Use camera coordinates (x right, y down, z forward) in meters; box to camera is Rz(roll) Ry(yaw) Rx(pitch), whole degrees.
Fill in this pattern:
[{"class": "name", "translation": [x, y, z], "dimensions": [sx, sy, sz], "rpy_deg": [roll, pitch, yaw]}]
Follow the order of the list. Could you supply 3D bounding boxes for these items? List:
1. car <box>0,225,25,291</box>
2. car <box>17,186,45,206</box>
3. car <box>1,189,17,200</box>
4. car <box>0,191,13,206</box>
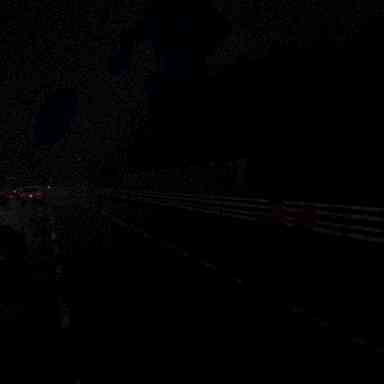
[{"class": "car", "translation": [-5.143, 1.456, 8.015], "dimensions": [1.895, 1.301, 4.718], "rpy_deg": [-3, 2, -24]}, {"class": "car", "translation": [-18.394, 0.419, 38.226], "dimensions": [2.150, 2.045, 5.566], "rpy_deg": [-3, 2, -24]}, {"class": "car", "translation": [-28.479, 0.640, 52.584], "dimensions": [1.994, 1.385, 4.181], "rpy_deg": [-3, 2, -24]}, {"class": "car", "translation": [-22.175, 0.943, 38.191], "dimensions": [1.895, 1.301, 4.718], "rpy_deg": [-3, 2, -24]}]
